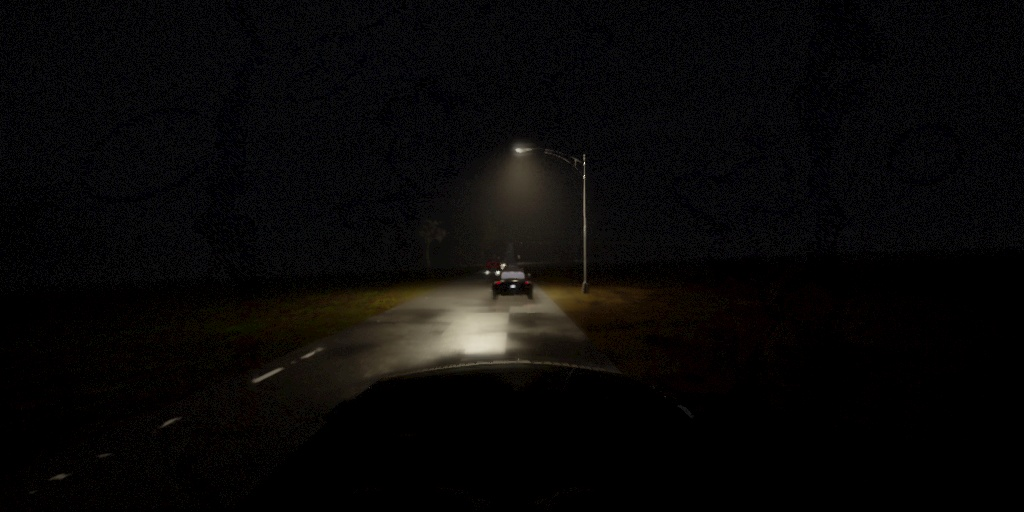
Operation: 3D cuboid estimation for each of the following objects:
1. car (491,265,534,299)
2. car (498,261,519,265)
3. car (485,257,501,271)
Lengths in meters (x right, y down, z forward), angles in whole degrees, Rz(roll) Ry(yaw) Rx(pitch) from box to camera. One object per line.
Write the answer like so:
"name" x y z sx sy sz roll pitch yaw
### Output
"car" 0.049 1.362 18.358 1.994 1.385 4.181 0 0 0
"car" 0.004 1.408 33.434 2.033 1.411 5.357 0 0 0
"car" -2.875 1.206 55.671 2.150 2.045 5.566 0 -1 0
